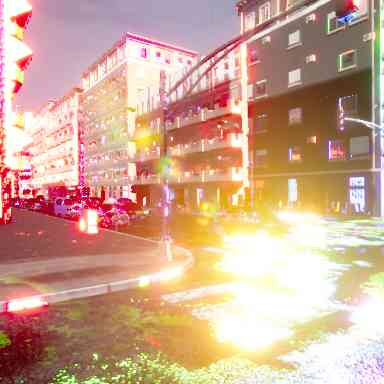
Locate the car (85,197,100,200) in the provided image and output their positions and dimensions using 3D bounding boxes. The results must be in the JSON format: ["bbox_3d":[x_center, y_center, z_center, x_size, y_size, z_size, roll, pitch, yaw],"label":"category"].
[{"bbox_3d":[-12.345,1.667,37.318,2.033,1.411,5.357,-1,0,-36],"label":"car"}]

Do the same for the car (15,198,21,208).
[{"bbox_3d":[-25.307,1.774,50.876,1.947,1.339,4.313,-1,1,-36],"label":"car"}]

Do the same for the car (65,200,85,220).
[{"bbox_3d":[-9.039,1.657,28.282,1.752,1.417,4.829,-1,1,-36],"label":"car"}]

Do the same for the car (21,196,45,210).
[{"bbox_3d":[-22.075,1.633,46.384,1.967,1.590,4.097,-1,1,-36],"label":"car"}]

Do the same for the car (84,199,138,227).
[{"bbox_3d":[-5.906,1.558,23.929,1.967,1.590,4.097,-1,1,-36],"label":"car"}]

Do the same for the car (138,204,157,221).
[{"bbox_3d":[-5.068,1.688,27.198,1.895,1.301,4.718,-1,0,-36],"label":"car"}]

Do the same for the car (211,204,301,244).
[{"bbox_3d":[2.992,1.554,16.476,1.837,1.490,4.892,-1,1,-39],"label":"car"}]

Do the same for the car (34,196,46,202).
[{"bbox_3d":[-37.909,1.738,82.720,1.887,1.381,4.507,-1,1,-36],"label":"car"}]

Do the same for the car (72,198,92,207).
[{"bbox_3d":[-18.507,1.654,55.772,1.947,1.339,4.313,-1,1,-36],"label":"car"}]

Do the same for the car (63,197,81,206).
[{"bbox_3d":[-21.741,1.656,60.263,2.008,1.369,4.403,-1,1,-36],"label":"car"}]

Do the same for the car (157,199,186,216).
[{"bbox_3d":[-2.339,1.452,33.315,1.967,1.590,4.097,-1,1,-36],"label":"car"}]

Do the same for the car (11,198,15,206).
[{"bbox_3d":[-31.775,1.787,59.859,1.887,1.381,4.507,-1,1,-36],"label":"car"}]

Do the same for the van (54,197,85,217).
[{"bbox_3d":[-12.375,1.488,32.909,1.690,1.788,3.998,-1,1,-36],"label":"van"}]
